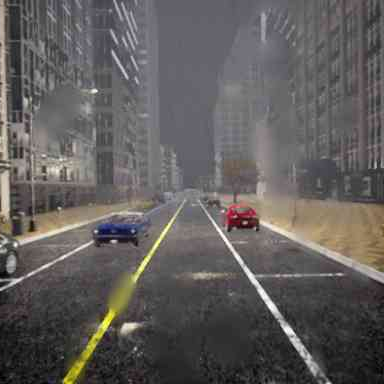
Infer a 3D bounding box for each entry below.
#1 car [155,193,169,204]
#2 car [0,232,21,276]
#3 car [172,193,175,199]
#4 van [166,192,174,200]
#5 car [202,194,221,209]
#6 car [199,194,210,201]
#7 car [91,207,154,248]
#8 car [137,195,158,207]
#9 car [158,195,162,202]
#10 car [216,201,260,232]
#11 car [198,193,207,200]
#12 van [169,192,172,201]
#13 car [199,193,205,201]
[{"bbox_3d":[-5.753,1.131,58.501,2.192,1.841,5.009,-1,0,0],"label":"car"},{"bbox_3d":[-5.683,1.609,7.730,2.008,1.369,4.403,-1,0,0],"label":"car"},{"bbox_3d":[-5.774,1.046,75.425,2.192,1.841,5.009,-1,0,0],"label":"car"},{"bbox_3d":[-5.787,1.015,86.708,1.690,1.788,3.998,-1,0,0],"label":"van"},{"bbox_3d":[2.655,1.312,41.607,2.008,1.369,4.403,-1,0,0],"label":"car"},{"bbox_3d":[2.619,1.172,69.820,2.008,1.369,4.403,-1,0,0],"label":"car"},{"bbox_3d":[-2.993,1.581,14.966,1.895,1.301,4.718,-1,0,0],"label":"car"},{"bbox_3d":[-5.726,1.426,41.408,1.752,1.417,4.829,-1,0,0],"label":"car"},{"bbox_3d":[-5.731,1.454,47.219,1.802,1.307,4.206,-1,0,0],"label":"car"},{"bbox_3d":[2.682,1.412,19.036,1.887,1.381,4.507,-2,0,0],"label":"car"},{"bbox_3d":[2.601,1.004,81.105,1.967,1.590,4.097,-1,0,0],"label":"car"},{"bbox_3d":[-5.766,1.101,69.783,1.690,1.788,3.998,-1,0,0],"label":"van"},{"bbox_3d":[2.633,1.228,58.535,2.008,1.369,4.403,-1,0,0],"label":"car"}]
